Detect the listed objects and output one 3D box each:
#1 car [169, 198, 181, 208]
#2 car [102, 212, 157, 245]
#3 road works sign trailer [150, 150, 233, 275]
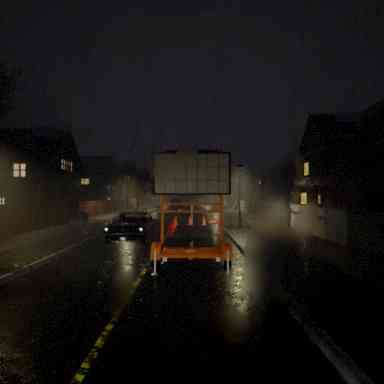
[{"bbox_3d":[-2.744,1.761,54.595,1.882,1.535,5.008,0,-1,0],"label":"car"},{"bbox_3d":[-2.848,1.638,15.986,1.895,1.301,4.718,0,0,0],"label":"car"},{"bbox_3d":[-0.002,0.484,10.454,2.380,3.560,2.880,0,0,1],"label":"road works sign trailer"}]
